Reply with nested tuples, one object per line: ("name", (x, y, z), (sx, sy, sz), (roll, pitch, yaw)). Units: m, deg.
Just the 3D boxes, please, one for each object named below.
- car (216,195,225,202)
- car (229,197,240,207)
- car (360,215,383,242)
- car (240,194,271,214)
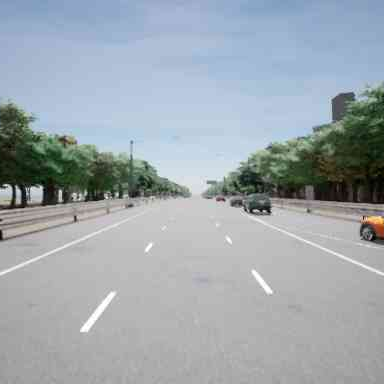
("car", (7.077, 1.538, 83.388), (2.097, 1.767, 4.553), (0, -1, 0))
("car", (6.990, 1.529, 53.044), (1.837, 1.490, 4.892), (0, 0, 0))
("car", (9.280, 1.376, 13.962), (2.097, 1.767, 4.553), (0, 0, -12))
("car", (7.004, 1.236, 35.969), (2.150, 2.045, 5.566), (0, 0, 0))
